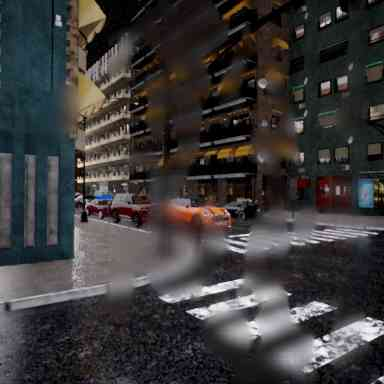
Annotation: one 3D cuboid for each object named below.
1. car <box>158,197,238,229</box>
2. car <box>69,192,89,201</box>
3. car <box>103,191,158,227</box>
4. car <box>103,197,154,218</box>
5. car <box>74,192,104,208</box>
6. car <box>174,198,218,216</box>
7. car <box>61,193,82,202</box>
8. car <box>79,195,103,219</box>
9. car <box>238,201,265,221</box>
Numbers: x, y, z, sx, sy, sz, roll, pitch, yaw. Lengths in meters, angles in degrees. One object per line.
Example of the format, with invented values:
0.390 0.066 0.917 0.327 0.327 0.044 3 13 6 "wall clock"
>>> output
0.251 1.128 19.866 2.097 1.767 4.553 1 0 -37 "car"
-19.319 0.771 56.752 1.887 1.381 4.507 2 0 -36 "car"
-3.260 1.035 20.283 2.192 1.841 5.009 2 0 -36 "car"
-5.347 1.185 27.557 2.033 1.411 5.357 1 0 -36 "car"
-11.228 1.019 35.693 1.812 1.442 4.674 1 1 -36 "car"
0.277 1.290 29.677 1.802 1.307 4.206 2 0 -36 "car"
-18.691 0.836 51.432 1.994 1.385 4.181 1 0 -35 "car"
-6.533 1.184 24.795 1.887 1.381 4.507 2 0 -36 "car"
3.544 1.355 25.164 1.947 1.339 4.313 2 0 -36 "car"
